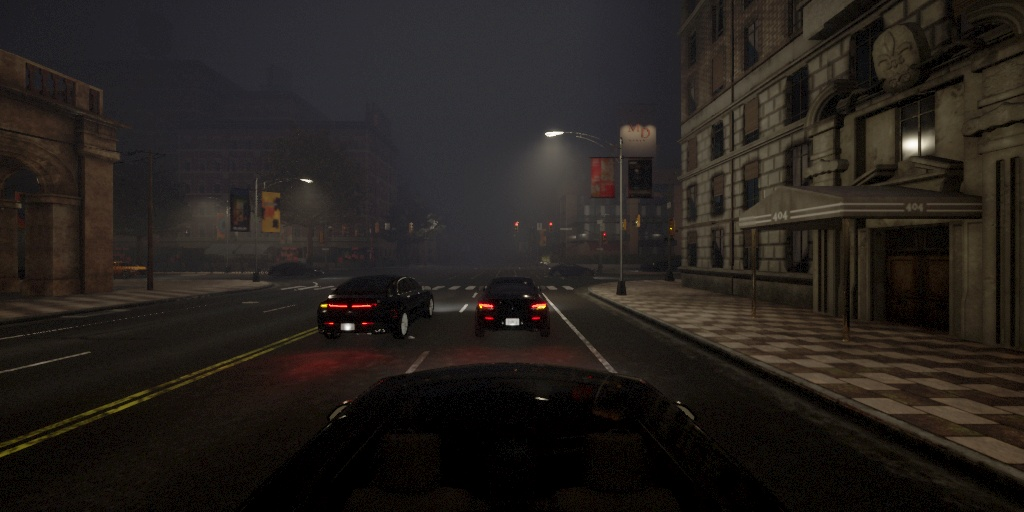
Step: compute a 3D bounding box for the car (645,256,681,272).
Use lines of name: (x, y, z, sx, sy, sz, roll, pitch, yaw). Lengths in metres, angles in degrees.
car: (19.991, 0.971, 44.331, 5.566, 2.045, 2.150, 0, 0, 1)

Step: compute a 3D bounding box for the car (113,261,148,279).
car: (-35.592, 1.227, 32.438, 5.008, 1.535, 1.882, 0, 0, 0)

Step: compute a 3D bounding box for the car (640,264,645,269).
car: (19.999, 1.297, 47.848, 5.357, 1.411, 2.033, 0, 0, 0)

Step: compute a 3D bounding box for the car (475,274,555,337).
car: (0.007, 1.276, 10.156, 1.812, 1.442, 4.674, 0, 0, 0)

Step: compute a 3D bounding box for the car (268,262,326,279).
car: (-19.443, 1.275, 32.501, 4.674, 1.442, 1.812, 0, 0, 0)

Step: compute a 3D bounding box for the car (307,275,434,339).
car: (-3.494, 1.255, 10.036, 1.837, 1.490, 4.892, 0, 0, 0)

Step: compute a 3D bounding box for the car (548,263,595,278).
car: (5.379, 1.314, 32.597, 4.181, 1.385, 1.994, 0, 0, 0)
